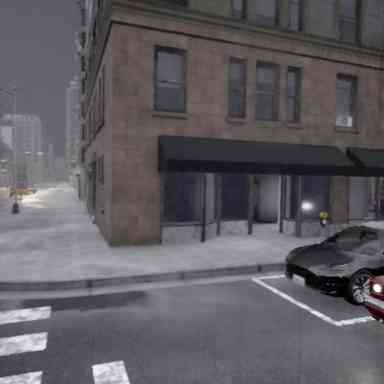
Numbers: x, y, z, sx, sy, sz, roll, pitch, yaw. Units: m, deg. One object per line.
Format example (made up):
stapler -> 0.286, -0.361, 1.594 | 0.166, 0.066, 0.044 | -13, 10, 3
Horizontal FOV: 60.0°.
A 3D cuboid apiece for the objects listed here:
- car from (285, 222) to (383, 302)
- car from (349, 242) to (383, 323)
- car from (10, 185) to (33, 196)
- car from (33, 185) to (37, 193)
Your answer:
car -> 4.138, 1.359, 7.243 | 4.313, 1.339, 1.947 | 0, 2, -20
car -> 4.904, 1.496, 4.825 | 4.718, 1.301, 1.895 | 0, 2, -20
car -> -21.873, -0.272, 42.453 | 1.882, 1.535, 5.008 | 0, 2, -21
car -> -25.350, -0.502, 51.919 | 1.895, 1.301, 4.718 | 0, 2, -20
